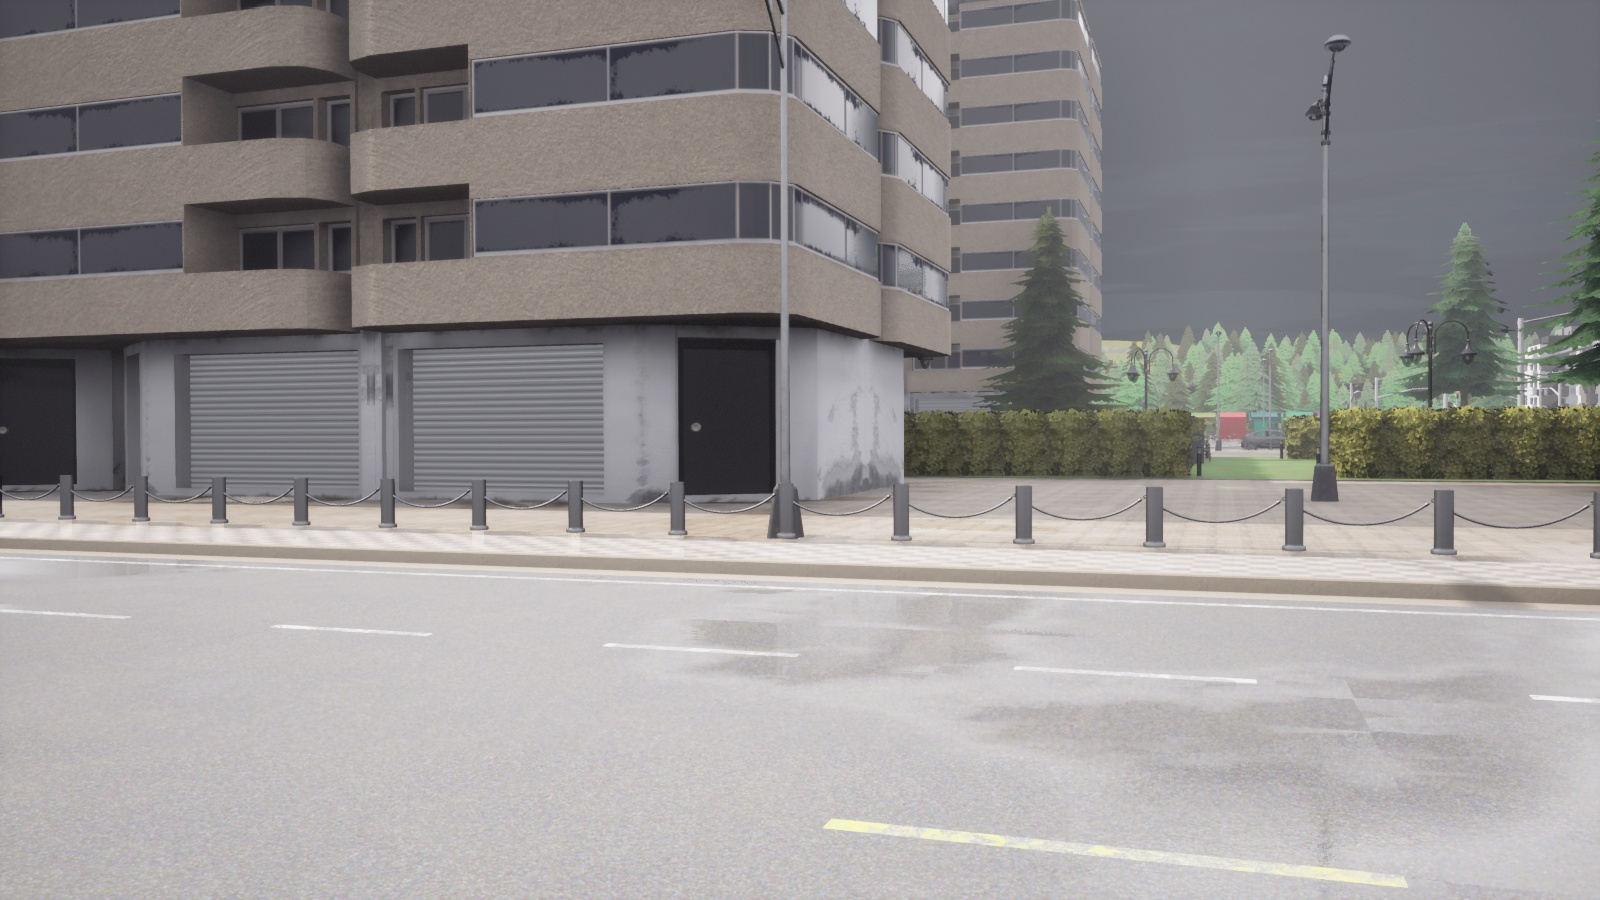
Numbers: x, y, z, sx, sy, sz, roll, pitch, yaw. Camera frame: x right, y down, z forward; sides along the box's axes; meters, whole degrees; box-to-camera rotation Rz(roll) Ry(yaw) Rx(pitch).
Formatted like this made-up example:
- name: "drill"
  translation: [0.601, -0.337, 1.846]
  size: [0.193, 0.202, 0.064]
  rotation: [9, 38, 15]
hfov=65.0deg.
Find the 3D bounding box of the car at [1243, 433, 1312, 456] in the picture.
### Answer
- name: "car"
  translation: [31.469, -0.368, 82.849]
  size: [4.193, 1.474, 1.816]
  rotation: [1, 1, 18]
